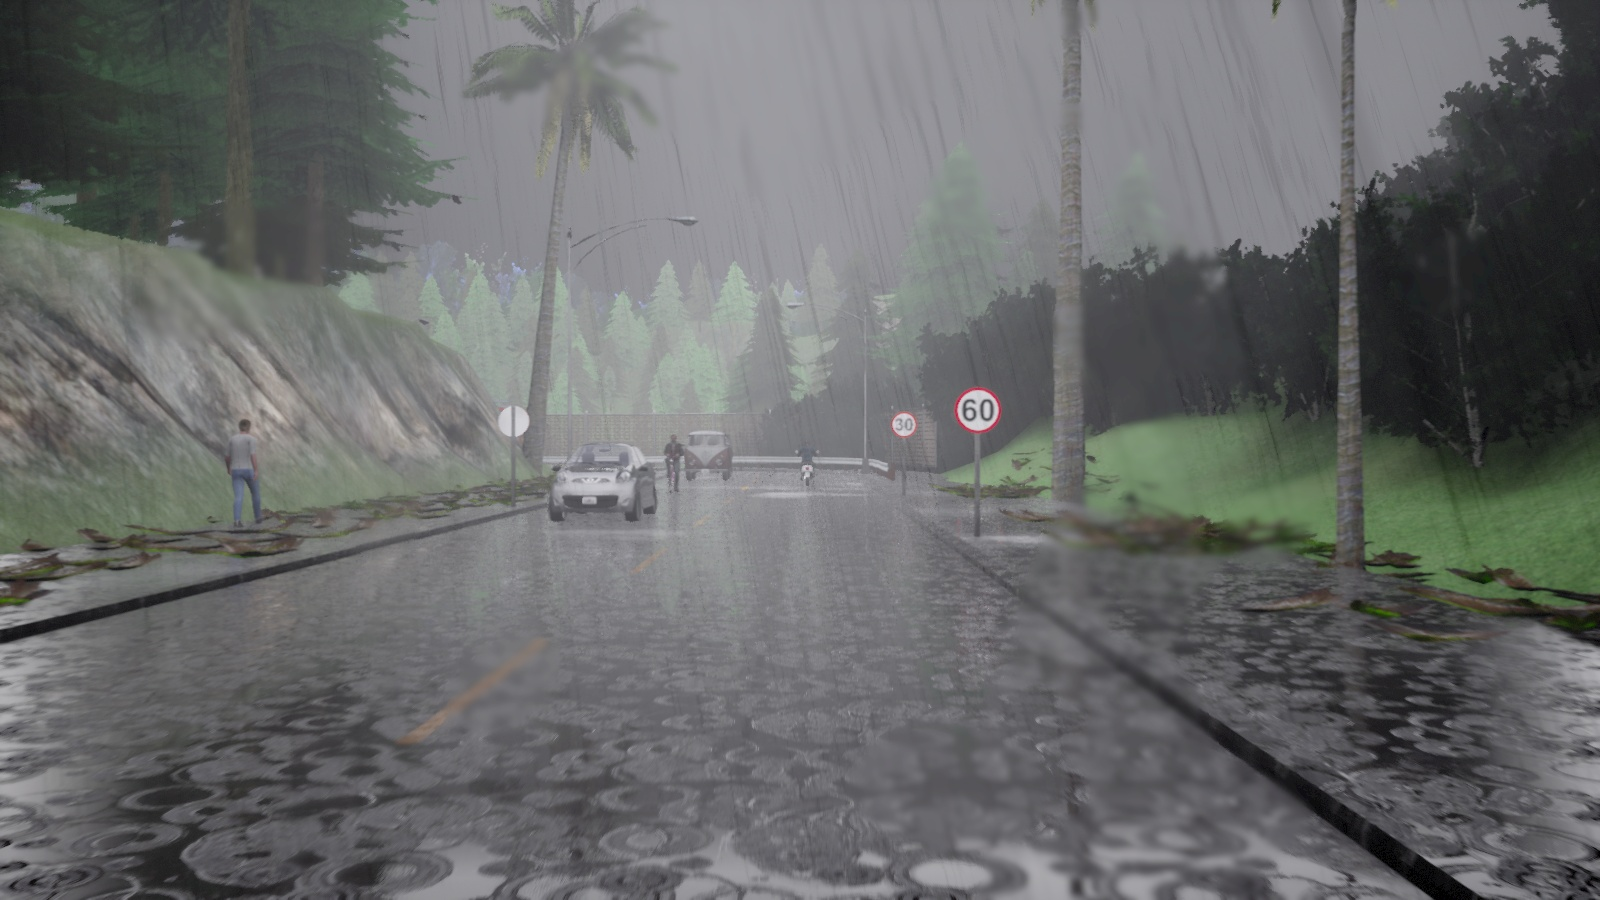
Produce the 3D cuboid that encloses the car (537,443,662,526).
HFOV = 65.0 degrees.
[{"bbox_3d":[-3.850,0.618,24.679,1.845,1.501,3.633,0,0,0],"label":"car"}]

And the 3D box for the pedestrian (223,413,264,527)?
[{"bbox_3d":[-9.173,0.322,20.700,0.354,1.836,0.706,0,0,1],"label":"pedestrian"}]

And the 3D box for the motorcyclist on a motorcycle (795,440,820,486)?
[{"bbox_3d":[0.256,0.450,44.451,0.866,1.590,1.817,0,0,0],"label":"motorcyclist on a motorcycle"}]

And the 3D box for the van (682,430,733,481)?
[{"bbox_3d":[-3.706,0.210,50.878,1.775,1.987,4.442,0,0,-1],"label":"van"}]
